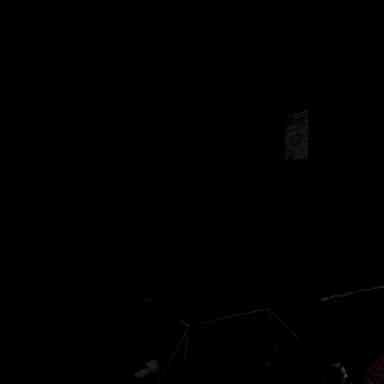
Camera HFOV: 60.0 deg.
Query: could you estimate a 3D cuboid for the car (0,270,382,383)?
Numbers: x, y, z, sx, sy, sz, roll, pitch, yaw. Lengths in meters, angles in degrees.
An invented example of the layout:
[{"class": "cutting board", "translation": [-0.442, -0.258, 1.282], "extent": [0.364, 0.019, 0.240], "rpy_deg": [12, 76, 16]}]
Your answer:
[{"class": "car", "translation": [-0.289, 1.595, 3.220], "extent": [4.718, 1.301, 1.895], "rpy_deg": [0, 0, -33]}]
